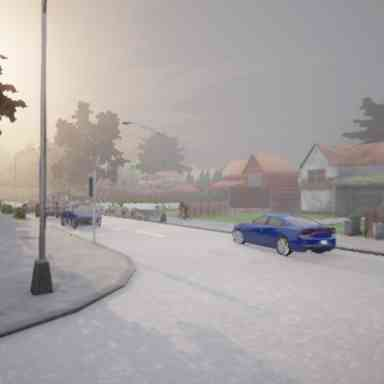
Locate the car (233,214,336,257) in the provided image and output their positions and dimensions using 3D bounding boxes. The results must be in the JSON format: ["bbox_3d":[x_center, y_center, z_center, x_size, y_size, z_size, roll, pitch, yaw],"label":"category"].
[{"bbox_3d":[3.585,1.631,13.877,1.882,1.535,5.008,1,-1,-25],"label":"car"}]

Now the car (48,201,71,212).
[{"bbox_3d":[-19.117,1.982,47.890,2.033,1.411,5.357,1,-1,-34],"label":"car"}]

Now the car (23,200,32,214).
[{"bbox_3d":[-19.323,1.713,40.754,2.097,1.767,4.553,1,-1,-34],"label":"car"}]

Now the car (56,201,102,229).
[{"bbox_3d":[-8.070,1.701,24.036,1.882,1.535,5.008,1,-1,-34],"label":"car"}]

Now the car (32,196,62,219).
[{"bbox_3d":[-13.638,1.511,32.282,2.150,2.045,5.566,1,-1,-34],"label":"car"}]

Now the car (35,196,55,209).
[{"bbox_3d":[-25.070,1.729,56.706,2.150,2.045,5.566,1,-1,-34],"label":"car"}]

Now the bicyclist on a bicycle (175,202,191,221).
[{"bbox_3d":[-0.732,1.635,28.176,1.656,1.620,0.582,0,-1,-34],"label":"bicyclist on a bicycle"}]
